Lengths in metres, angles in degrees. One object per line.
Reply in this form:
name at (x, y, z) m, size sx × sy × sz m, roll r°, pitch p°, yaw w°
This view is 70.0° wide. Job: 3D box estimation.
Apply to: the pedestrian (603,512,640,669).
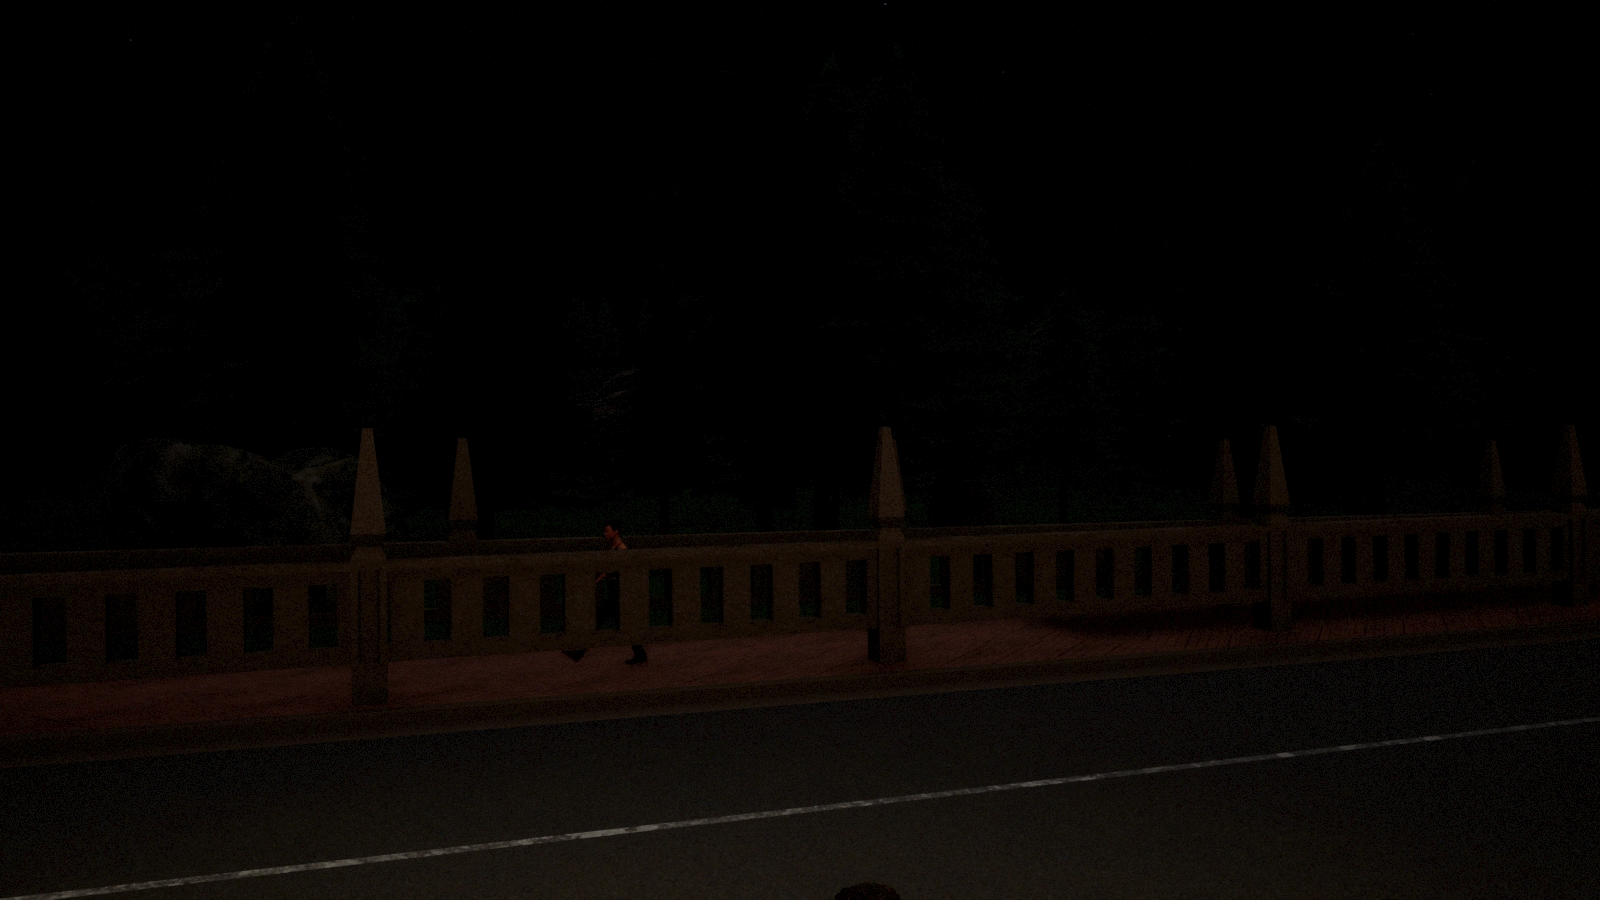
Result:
pedestrian at (-2.175, 1.694, 13.911) m, size 0.375 × 1.860 × 0.375 m, roll 0°, pitch 0°, yaw -20°
